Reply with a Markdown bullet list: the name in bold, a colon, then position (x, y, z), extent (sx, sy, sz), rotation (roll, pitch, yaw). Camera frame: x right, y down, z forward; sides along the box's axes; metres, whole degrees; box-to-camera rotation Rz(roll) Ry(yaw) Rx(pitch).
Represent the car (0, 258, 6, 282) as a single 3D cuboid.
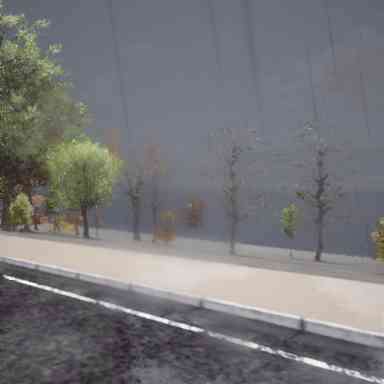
- **car**: position (-6.810, 1.669, 8.454), extent (5.357, 1.411, 2.033), rotation (-1, 0, 36)
